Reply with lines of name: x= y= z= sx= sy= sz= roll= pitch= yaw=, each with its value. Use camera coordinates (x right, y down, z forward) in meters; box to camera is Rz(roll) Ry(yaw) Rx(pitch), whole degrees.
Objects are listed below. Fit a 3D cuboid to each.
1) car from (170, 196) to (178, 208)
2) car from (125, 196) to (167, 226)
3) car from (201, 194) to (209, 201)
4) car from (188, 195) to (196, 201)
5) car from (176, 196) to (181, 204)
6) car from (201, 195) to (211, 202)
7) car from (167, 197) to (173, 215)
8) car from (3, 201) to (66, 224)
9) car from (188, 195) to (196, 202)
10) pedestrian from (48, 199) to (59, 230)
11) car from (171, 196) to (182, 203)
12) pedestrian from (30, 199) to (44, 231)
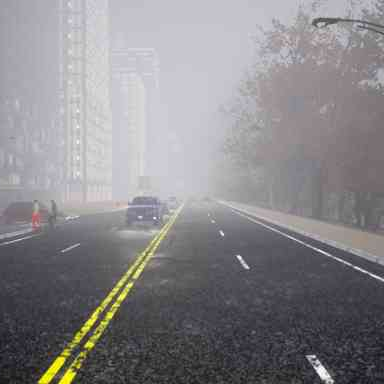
car: x=-3.345 y=1.603 z=44.746 sx=1.895 sy=1.301 sz=4.718 roll=0 pitch=0 yaw=0
car: x=-3.372 y=1.294 z=24.436 sx=2.150 sy=2.045 sz=5.566 roll=-1 pitch=0 yaw=0
car: x=3.254 y=1.373 z=85.290 sx=1.882 sy=1.535 sz=5.008 roll=0 pitch=0 yaw=0
car: x=0.004 y=1.419 z=85.290 sx=1.812 sy=1.442 sz=4.674 roll=0 pitch=0 yaw=0
car: x=-3.327 y=1.512 z=58.549 sx=1.837 sy=1.490 sz=4.892 roll=0 pitch=0 yaw=0
car: x=3.252 y=1.503 z=74.896 sx=1.837 sy=1.490 sz=4.892 roll=0 pitch=0 yaw=0
car: x=-3.355 y=1.581 z=34.542 sx=1.994 sy=1.385 sz=4.181 roll=0 pitch=0 yaw=0
car: x=-12.528 y=1.538 z=26.584 sx=4.553 sy=1.767 sz=2.097 roll=-1 pitch=0 yaw=8
car: x=0.003 y=1.543 z=74.897 sx=2.033 sy=1.411 sz=5.357 roll=0 pitch=0 yaw=0
pedestrian: x=-8.094 y=1.294 z=19.400 sx=0.375 sy=1.860 sz=0.375 roll=0 pitch=0 yaw=0
car: x=-3.248 y=1.567 z=69.533 sx=1.994 sy=1.385 sz=4.181 roll=0 pitch=0 yaw=0
pedestrian: x=-8.772 y=1.293 z=18.774 sx=0.375 sy=1.860 sz=0.375 roll=0 pitch=0 yaw=0
